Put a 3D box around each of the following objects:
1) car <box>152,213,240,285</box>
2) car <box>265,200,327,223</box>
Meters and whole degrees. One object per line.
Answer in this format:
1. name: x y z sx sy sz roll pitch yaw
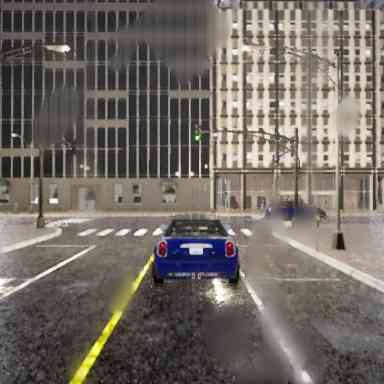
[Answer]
1. car: 0.098 1.392 9.786 2.097 1.767 4.553 0 0 0
2. car: 8.122 1.437 25.945 4.553 1.767 2.097 0 0 -12
